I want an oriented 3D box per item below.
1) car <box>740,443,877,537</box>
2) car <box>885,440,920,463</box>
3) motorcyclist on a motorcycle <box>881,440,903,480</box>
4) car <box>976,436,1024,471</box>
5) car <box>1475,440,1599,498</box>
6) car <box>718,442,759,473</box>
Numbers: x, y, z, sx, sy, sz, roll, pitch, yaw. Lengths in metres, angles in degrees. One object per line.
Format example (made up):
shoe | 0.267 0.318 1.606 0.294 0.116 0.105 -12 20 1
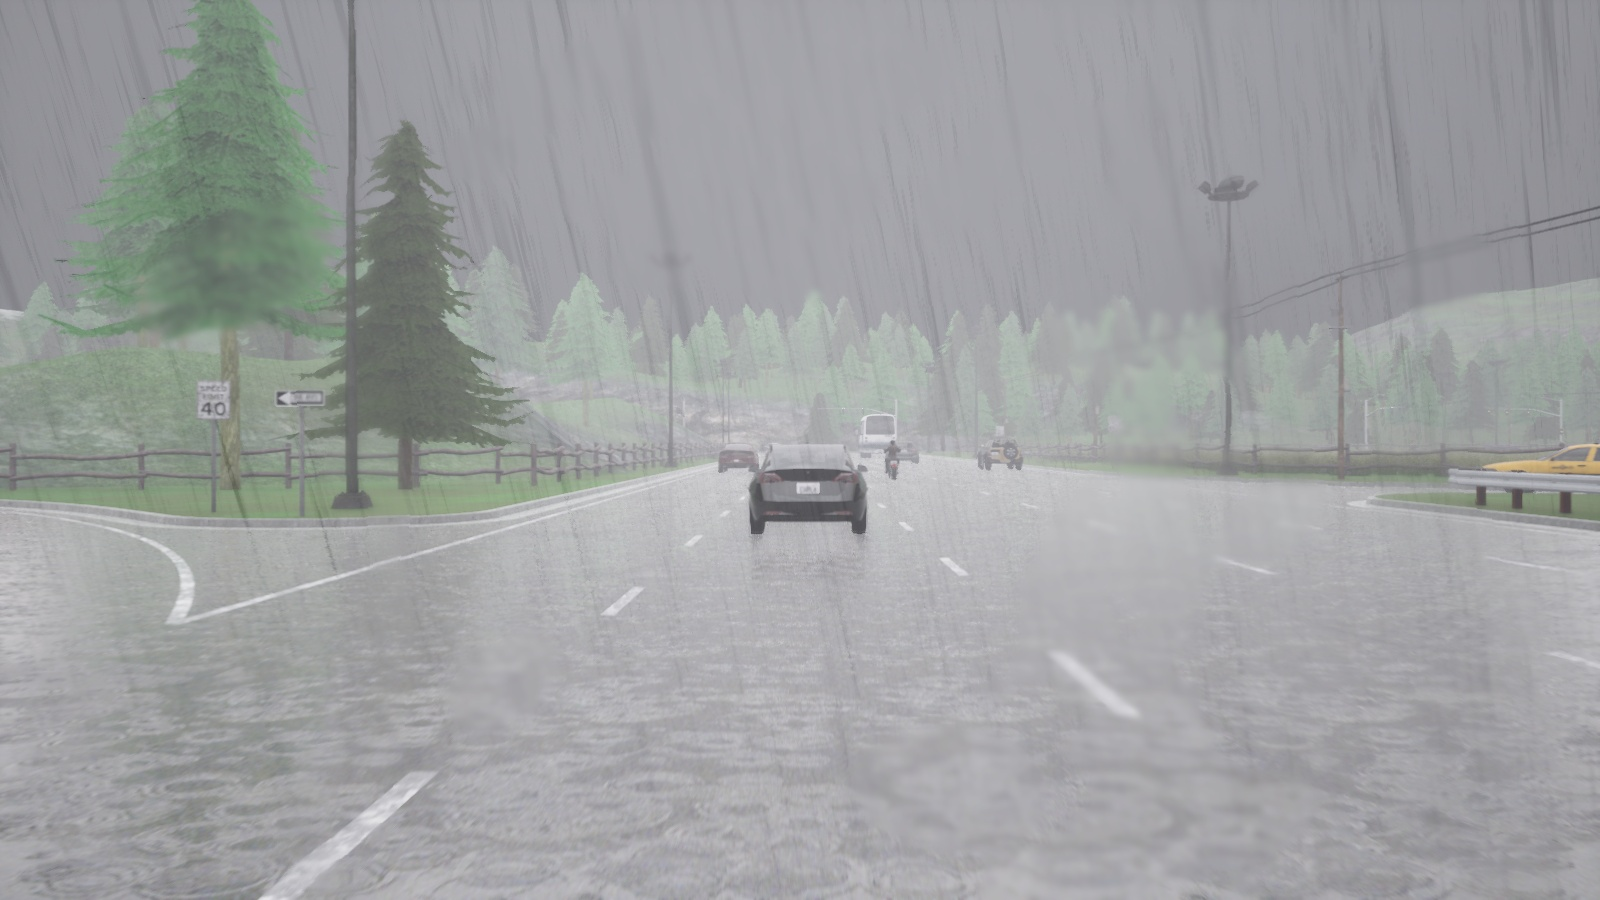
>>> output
car | 0.141 0.621 22.255 2.163 1.488 4.792 0 0 0
car | 7.537 0.074 92.750 2.242 1.667 4.611 0 0 0
motorcyclist on a motorcycle | 3.809 0.406 52.073 0.766 1.649 2.350 0 0 0
car | 10.904 0.184 68.855 1.932 1.855 4.605 0 0 0
car | 21.904 0.507 34.824 5.366 1.575 1.801 0 0 38
car | -3.121 0.358 64.549 1.882 1.535 5.008 0 0 0
